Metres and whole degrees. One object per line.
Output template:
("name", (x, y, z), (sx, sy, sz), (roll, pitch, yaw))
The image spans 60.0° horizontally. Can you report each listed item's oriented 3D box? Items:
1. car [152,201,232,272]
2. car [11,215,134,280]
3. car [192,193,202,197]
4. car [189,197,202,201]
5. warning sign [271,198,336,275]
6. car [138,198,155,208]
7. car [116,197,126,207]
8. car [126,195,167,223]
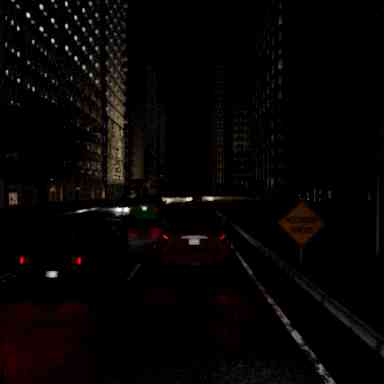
("car", (0.072, 1.339, 10.945), (2.097, 1.767, 4.553), (0, 0, 0))
("car", (-3.185, 1.590, 9.827), (1.895, 1.301, 4.718), (0, 0, 0))
("car", (1.143, 1.145, 74.779), (2.150, 2.045, 5.566), (0, 0, 0))
("car", (0.083, 1.447, 28.361), (1.882, 1.535, 5.008), (0, 0, 0))
("warning sign", (2.866, 1.106, 8.725), (1.300, 1.860, 1.060), (1, 1, 0))
("car", (-6.574, 1.549, 48.740), (1.895, 1.301, 4.718), (0, 0, 0))
("car", (-9.823, 1.439, 48.972), (2.128, 1.511, 4.902), (0, 0, 0))
("car", (-3.183, 1.197, 25.074), (2.150, 2.045, 5.566), (0, 0, 1))
